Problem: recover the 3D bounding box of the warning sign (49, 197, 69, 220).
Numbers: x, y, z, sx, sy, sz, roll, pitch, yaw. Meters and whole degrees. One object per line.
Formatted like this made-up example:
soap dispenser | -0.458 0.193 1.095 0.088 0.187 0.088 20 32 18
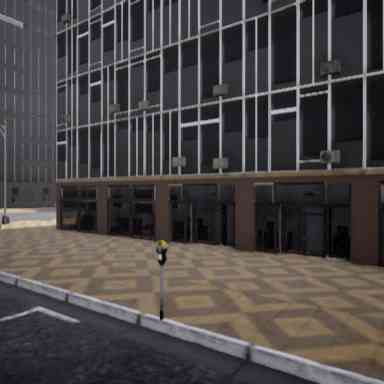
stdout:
warning sign | -11.649 1.429 29.083 1.300 1.860 1.060 1 1 33
